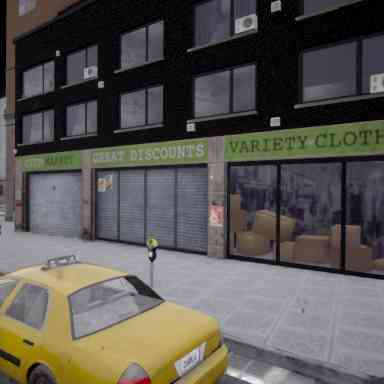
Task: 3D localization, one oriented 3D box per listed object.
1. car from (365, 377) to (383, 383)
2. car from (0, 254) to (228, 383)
[{"bbox_3d":[2.793,1.551,1.097,4.403,1.369,2.008,0,1,36],"label":"car"},{"bbox_3d":[-1.892,1.524,4.441,4.829,1.417,1.752,0,1,36],"label":"car"}]
